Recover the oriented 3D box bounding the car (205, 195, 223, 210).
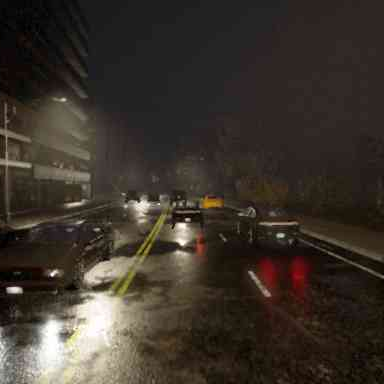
[{"bbox_3d":[2.067,1.085,35.713,1.882,1.535,5.008,0,1,-4],"label":"car"}]

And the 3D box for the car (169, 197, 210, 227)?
[{"bbox_3d":[-0.326,1.274,20.548,2.128,1.511,4.902,0,1,-2],"label":"car"}]

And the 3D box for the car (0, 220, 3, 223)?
[{"bbox_3d":[-6.703,1.522,9.731,1.895,1.301,4.718,0,1,-1],"label":"car"}]

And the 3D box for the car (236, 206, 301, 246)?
[{"bbox_3d":[3.125,1.331,14.373,2.128,1.511,4.902,0,1,-2],"label":"car"}]

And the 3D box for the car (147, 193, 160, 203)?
[{"bbox_3d":[-5.999,0.967,52.325,1.882,1.535,5.008,0,1,-6],"label":"car"}]

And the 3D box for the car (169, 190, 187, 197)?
[{"bbox_3d":[-1.915,0.739,44.993,2.150,2.045,5.566,0,0,-5],"label":"car"}]

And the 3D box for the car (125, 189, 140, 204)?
[{"bbox_3d":[-9.229,0.603,51.947,2.150,2.045,5.566,0,1,-6],"label":"car"}]

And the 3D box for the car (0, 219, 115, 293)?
[{"bbox_3d":[-3.438,1.464,9.027,2.033,1.411,5.357,0,1,-1],"label":"car"}]
